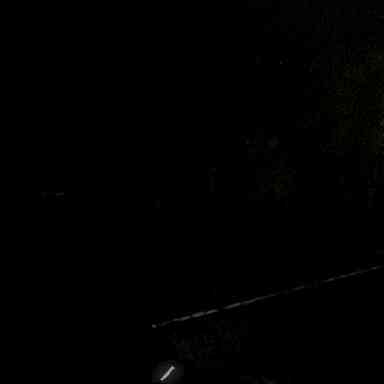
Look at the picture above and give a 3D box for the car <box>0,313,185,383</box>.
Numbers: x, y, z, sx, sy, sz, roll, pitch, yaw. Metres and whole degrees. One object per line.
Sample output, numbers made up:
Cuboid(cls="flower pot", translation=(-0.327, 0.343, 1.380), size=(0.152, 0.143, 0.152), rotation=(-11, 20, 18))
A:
Cuboid(cls="car", translation=(-2.208, 1.525, 2.194), size=(4.674, 1.442, 1.812), rotation=(0, 0, -36))
